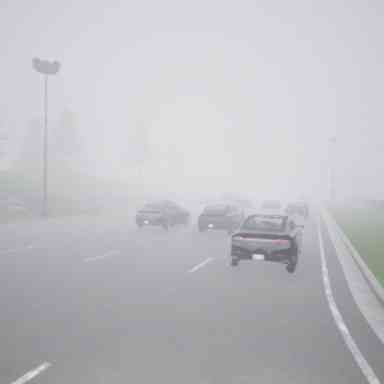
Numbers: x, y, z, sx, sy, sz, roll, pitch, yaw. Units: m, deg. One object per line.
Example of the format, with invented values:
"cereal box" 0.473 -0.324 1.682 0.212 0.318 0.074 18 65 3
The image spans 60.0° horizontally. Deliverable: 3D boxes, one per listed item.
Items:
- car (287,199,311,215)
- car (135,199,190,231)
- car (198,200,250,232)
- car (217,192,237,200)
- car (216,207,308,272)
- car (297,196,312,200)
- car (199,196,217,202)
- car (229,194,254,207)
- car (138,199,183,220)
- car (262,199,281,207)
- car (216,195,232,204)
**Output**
"car" 9.667 1.605 30.410 1.895 1.301 4.718 1 0 20
"car" -1.603 1.394 19.951 2.128 1.511 4.902 1 0 20
"car" 1.780 1.454 19.011 1.837 1.490 4.892 1 0 20
"car" 6.061 1.102 51.133 2.150 2.045 5.566 1 0 20
"car" 2.561 1.482 10.949 2.128 1.511 4.902 1 0 20
"car" 17.806 1.373 52.694 2.097 1.767 4.553 1 0 20
"car" 2.540 1.326 51.704 2.128 1.511 4.902 1 0 20
"car" 6.775 1.412 42.895 2.128 1.511 4.902 1 0 20
"car" -2.483 1.366 27.743 1.837 1.490 4.892 1 0 20
"car" 10.083 1.567 41.754 1.895 1.301 4.718 1 0 20
"car" 5.968 1.366 61.385 1.812 1.442 4.674 1 0 20
